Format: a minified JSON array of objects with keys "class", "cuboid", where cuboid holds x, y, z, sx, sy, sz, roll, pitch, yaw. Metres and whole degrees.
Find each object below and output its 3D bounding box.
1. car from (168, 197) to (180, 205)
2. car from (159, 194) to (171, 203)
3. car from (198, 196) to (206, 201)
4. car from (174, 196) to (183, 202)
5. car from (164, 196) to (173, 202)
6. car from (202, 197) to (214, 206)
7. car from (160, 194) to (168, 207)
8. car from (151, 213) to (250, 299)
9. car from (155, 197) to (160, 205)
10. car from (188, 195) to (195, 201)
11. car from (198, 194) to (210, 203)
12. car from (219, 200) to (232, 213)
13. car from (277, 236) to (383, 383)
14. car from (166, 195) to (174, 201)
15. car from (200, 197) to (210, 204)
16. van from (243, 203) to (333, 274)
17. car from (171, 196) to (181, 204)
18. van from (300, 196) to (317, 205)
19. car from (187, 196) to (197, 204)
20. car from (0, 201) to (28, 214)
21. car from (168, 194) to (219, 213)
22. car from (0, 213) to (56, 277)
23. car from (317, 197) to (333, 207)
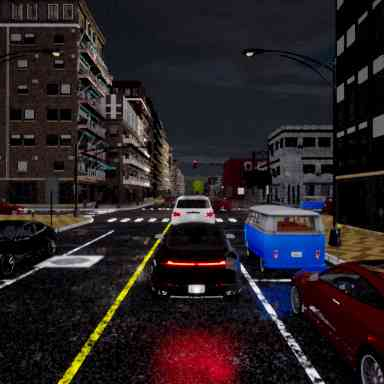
[{"class":"car","cuboid":[-3.194,1.643,59.045,1.895,1.301,4.718,0,0,0]},{"class":"car","cuboid":[-5.831,1.375,71.634,2.192,1.841,5.009,0,0,0]},{"class":"car","cuboid":[2.516,1.643,88.268,2.008,1.369,4.403,0,0,0]},{"class":"car","cuboid":[-3.157,1.624,78.117,1.994,1.385,4.181,0,0,0]},{"class":"car","cuboid":[-5.854,1.631,82.712,2.008,1.369,4.403,0,0,0]},{"class":"car","cuboid":[2.582,1.562,55.203,1.752,1.417,4.829,0,0,0]},{"class":"car","cuboid":[-3.200,1.382,50.102,2.097,1.767,4.553,0,0,0]},{"class":"car","cuboid":[0.081,1.506,8.429,1.837,1.490,4.892,0,0,0]},{"class":"car","cuboid":[-5.809,1.569,60.385,1.752,1.417,4.829,0,0,0]},{"class":"car","cuboid":[-0.184,1.640,91.839,2.033,1.411,5.357,0,0,0]},{"class":"car","cuboid":[2.550,1.376,71.651,2.192,1.841,5.009,0,0,0]},{"class":"car","cuboid":[1.948,1.510,36.890,5.008,1.535,1.882,0,0,0]},{"class":"car","cuboid":[2.651,1.582,4.557,1.802,1.307,4.206,0,0,0]},{"class":"car","cuboid":[-5.864,1.617,88.081,1.752,1.417,4.829,0,0,0]},{"class":"car","cuboid":[2.560,1.634,66.112,1.802,1.307,4.206,0,0,0]},{"class":"van","cuboid":[2.640,1.343,10.247,1.690,1.788,3.998,0,0,0]},{"class":"car","cuboid":[-3.151,1.580,68.101,1.812,1.442,4.674,0,0,0]},{"class":"van","cuboid":[14.820,1.426,39.542,3.998,1.788,1.690,0,0,0]},{"class":"car","cuboid":[-0.032,1.602,68.122,2.033,1.411,5.357,0,0,0]},{"class":"car","cuboid":[-17.528,1.535,31.018,4.206,1.307,1.802,0,0,0]},{"class":"car","cuboid":[0.052,1.225,18.429,2.150,2.045,5.566,0,0,0]},{"class":"car","cuboid":[-5.708,1.567,10.255,1.947,1.339,4.313,0,0,0]},{"class":"car","cuboid":[14.860,1.359,31.163,5.009,1.841,2.192,0,0,0]}]
